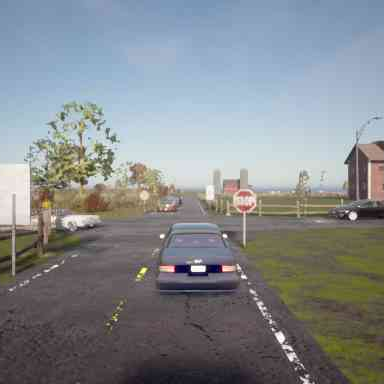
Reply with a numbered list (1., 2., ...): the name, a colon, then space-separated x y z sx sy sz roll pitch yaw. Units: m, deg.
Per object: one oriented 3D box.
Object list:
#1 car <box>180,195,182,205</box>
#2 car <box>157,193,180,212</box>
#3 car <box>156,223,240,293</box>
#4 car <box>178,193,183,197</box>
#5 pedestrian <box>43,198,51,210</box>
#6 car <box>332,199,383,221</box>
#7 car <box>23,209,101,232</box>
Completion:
1. car: -2.882 1.522 48.893 1.812 1.442 4.674 0 0 1
2. car: -2.880 1.349 38.843 2.097 1.767 4.553 0 0 0
3. car: 0.067 1.546 9.001 2.033 1.411 5.357 0 0 -1
4. car: -2.879 1.217 59.193 2.150 2.045 5.566 0 0 0
5. pedestrian: -12.183 1.412 27.790 0.375 1.860 0.375 0 1 0
6. car: 12.941 1.285 24.592 4.892 1.490 1.837 -1 0 0
7. car: -8.065 1.711 20.582 4.718 1.301 1.895 -1 0 19
